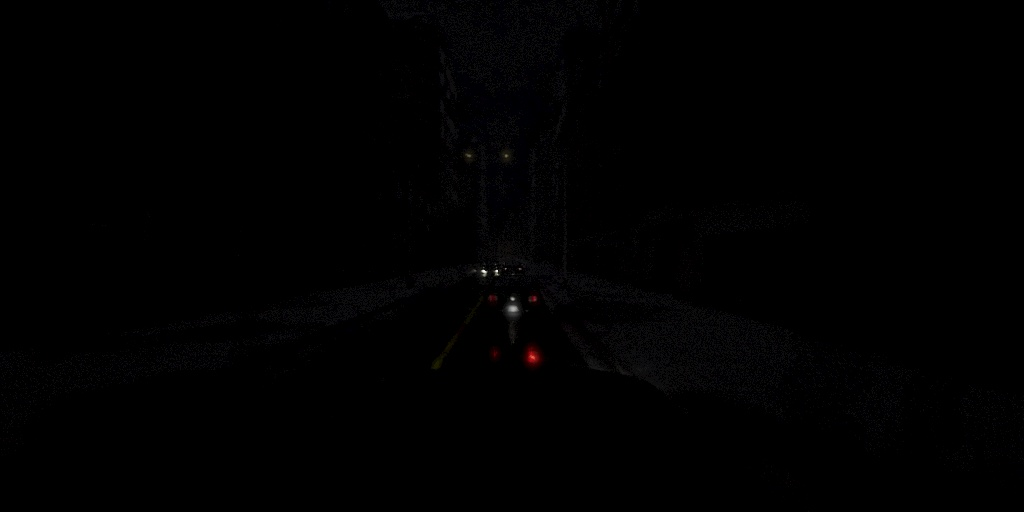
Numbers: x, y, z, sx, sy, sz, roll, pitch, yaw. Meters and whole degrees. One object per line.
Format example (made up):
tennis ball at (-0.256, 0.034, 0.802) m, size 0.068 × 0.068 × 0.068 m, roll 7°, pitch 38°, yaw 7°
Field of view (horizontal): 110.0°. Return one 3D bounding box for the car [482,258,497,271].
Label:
car at (-2.821, 1.013, 48.394) m, size 2.097 × 1.767 × 4.553 m, roll 0°, pitch 0°, yaw 0°

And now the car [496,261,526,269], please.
car at (0.077, 1.189, 29.591) m, size 2.128 × 1.511 × 4.902 m, roll 0°, pitch 0°, yaw 0°

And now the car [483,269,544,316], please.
car at (0.065, 1.329, 13.180) m, size 1.895 × 1.301 × 4.718 m, roll 0°, pitch 0°, yaw 0°
